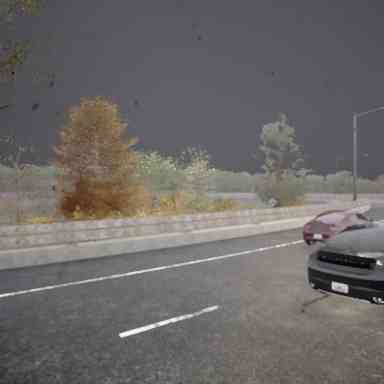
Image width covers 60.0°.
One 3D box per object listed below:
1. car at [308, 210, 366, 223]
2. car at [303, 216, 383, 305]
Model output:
[{"bbox_3d":[6.344,1.463,13.851,4.674,1.442,1.812,0,0,-43],"label":"car"},{"bbox_3d":[4.520,1.462,7.596,4.892,1.490,1.837,-1,0,-40],"label":"car"}]
